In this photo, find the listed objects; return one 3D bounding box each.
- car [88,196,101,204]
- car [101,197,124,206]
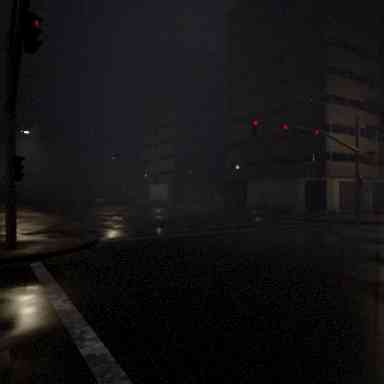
[{"bbox_3d":[-18.093,1.507,62.902,2.033,1.411,5.357,0,0,-32],"label":"car"},{"bbox_3d":[-12.818,1.562,54.477,1.895,1.301,4.718,0,0,-31],"label":"car"}]
